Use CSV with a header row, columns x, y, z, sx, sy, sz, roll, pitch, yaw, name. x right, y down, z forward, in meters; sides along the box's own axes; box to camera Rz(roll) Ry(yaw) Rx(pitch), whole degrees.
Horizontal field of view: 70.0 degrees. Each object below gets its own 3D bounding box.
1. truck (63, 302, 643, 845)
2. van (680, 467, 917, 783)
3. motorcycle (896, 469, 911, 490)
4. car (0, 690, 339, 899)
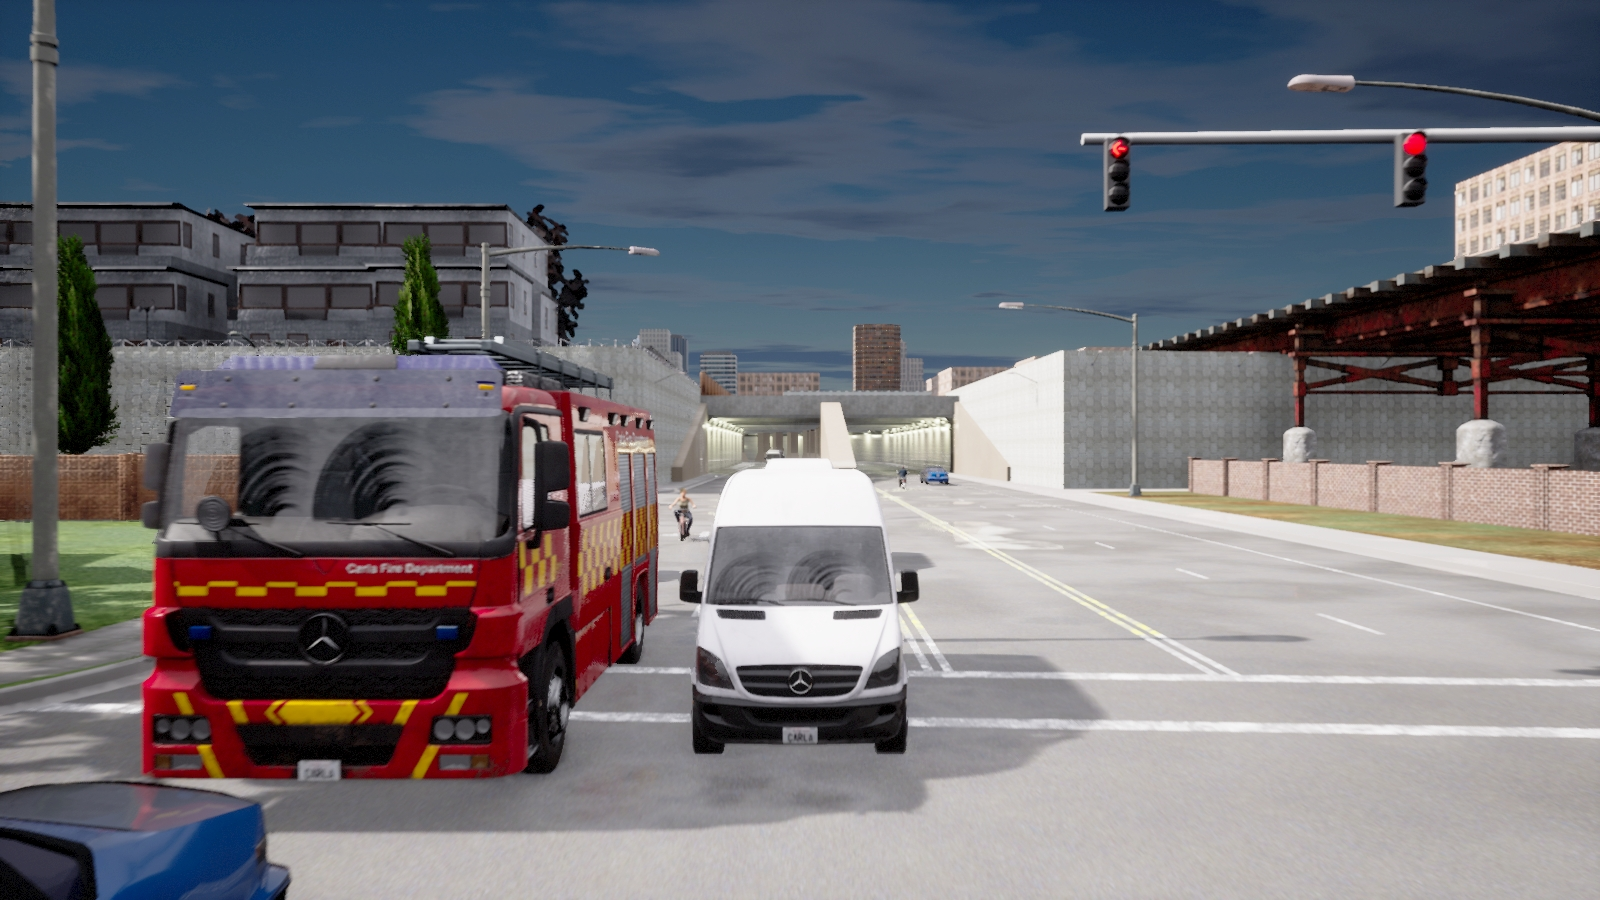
x,y,z,sx,sy,sz,roll,pitch,yaw,name
-3.738,0.872,12.297,2.891,3.827,8.468,0,0,0,truck
-0.012,1.512,12.557,1.988,2.561,5.915,0,0,0,van
7.002,2.001,77.466,0.856,1.341,1.805,0,0,0,motorcycle
-4.095,2.094,3.781,2.033,1.411,5.357,0,0,13,car
